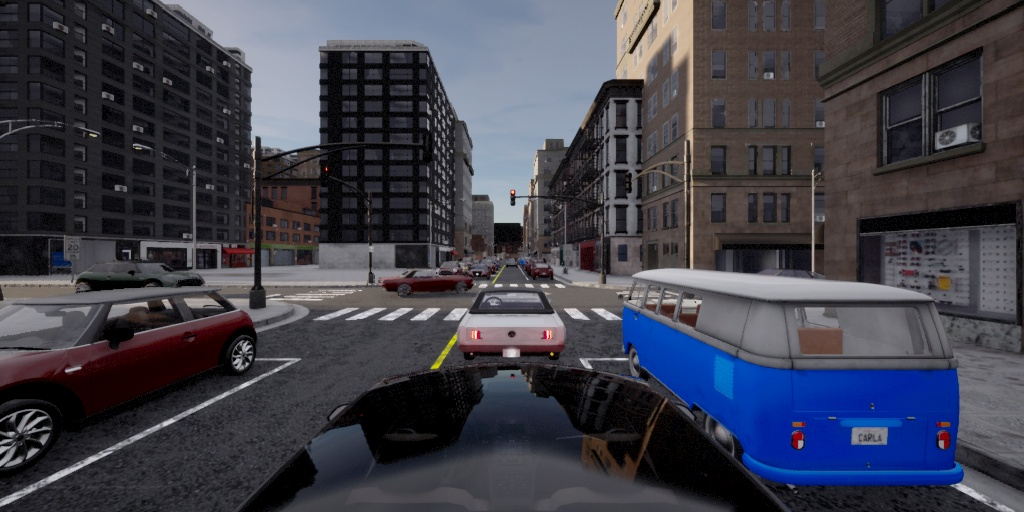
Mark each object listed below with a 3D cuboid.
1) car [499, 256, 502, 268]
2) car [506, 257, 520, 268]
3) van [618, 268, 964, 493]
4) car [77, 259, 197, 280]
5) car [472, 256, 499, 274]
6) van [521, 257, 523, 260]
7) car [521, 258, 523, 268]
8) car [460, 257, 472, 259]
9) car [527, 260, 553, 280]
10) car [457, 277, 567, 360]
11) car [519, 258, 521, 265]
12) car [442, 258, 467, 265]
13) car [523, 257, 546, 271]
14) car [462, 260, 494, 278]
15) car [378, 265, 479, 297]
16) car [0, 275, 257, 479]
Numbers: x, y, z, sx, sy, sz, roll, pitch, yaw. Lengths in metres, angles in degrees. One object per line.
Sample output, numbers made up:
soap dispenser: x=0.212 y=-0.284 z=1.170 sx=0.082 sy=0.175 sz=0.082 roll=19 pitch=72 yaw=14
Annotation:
car: x=-2.910 y=1.099 z=49.032 sx=2.097 sy=1.767 sz=4.553 roll=0 pitch=0 yaw=0
car: x=-0.004 y=1.306 z=62.329 sx=1.994 sy=1.385 sz=4.181 roll=0 pitch=0 yaw=1
van: x=2.635 y=1.091 z=4.493 sx=1.690 sy=1.789 sz=3.998 roll=0 pitch=0 yaw=0
car: x=-17.139 y=1.017 z=16.698 sx=4.553 sy=1.767 sz=2.097 roll=0 pitch=0 yaw=0
car: x=-2.892 y=1.100 z=40.157 sx=2.097 sy=1.767 sz=4.553 roll=0 pitch=0 yaw=0
van: x=2.558 y=1.086 z=53.012 sx=1.690 sy=1.789 sz=3.998 roll=0 pitch=0 yaw=0
car: x=2.566 y=1.292 z=47.602 sx=1.888 sy=1.381 sz=4.507 roll=0 pitch=0 yaw=0
car: x=-5.450 y=1.063 z=42.180 sx=2.192 sy=1.841 sz=5.009 roll=0 pitch=0 yaw=0
car: x=2.592 y=1.294 z=31.374 sx=1.888 sy=1.381 sz=4.507 roll=0 pitch=0 yaw=0
car: x=-0.008 y=1.351 z=8.278 sx=1.895 sy=1.301 sz=4.718 roll=0 pitch=0 yaw=0
car: x=2.549 y=1.309 z=58.421 sx=1.948 sy=1.339 sz=4.313 roll=0 pitch=0 yaw=0
car: x=-5.433 y=1.188 z=31.361 sx=1.967 sy=1.591 sz=4.097 roll=0 pitch=0 yaw=0
car: x=2.584 y=1.063 z=36.783 sx=2.192 sy=1.841 sz=5.009 roll=0 pitch=0 yaw=0
car: x=-2.896 y=1.313 z=31.537 sx=1.994 sy=1.385 sz=4.181 roll=0 pitch=0 yaw=-1
car: x=-4.423 y=1.335 z=18.811 sx=4.718 sy=1.301 sz=1.895 roll=0 pitch=0 yaw=-26
car: x=-5.390 y=1.190 z=4.481 sx=1.967 sy=1.591 sz=4.097 roll=0 pitch=0 yaw=0
